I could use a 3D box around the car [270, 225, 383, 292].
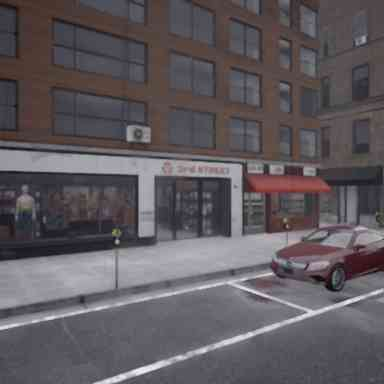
[{"bbox_3d":[3.945,1.574,8.825,4.206,1.307,1.802,0,0,-34],"label":"car"}]
